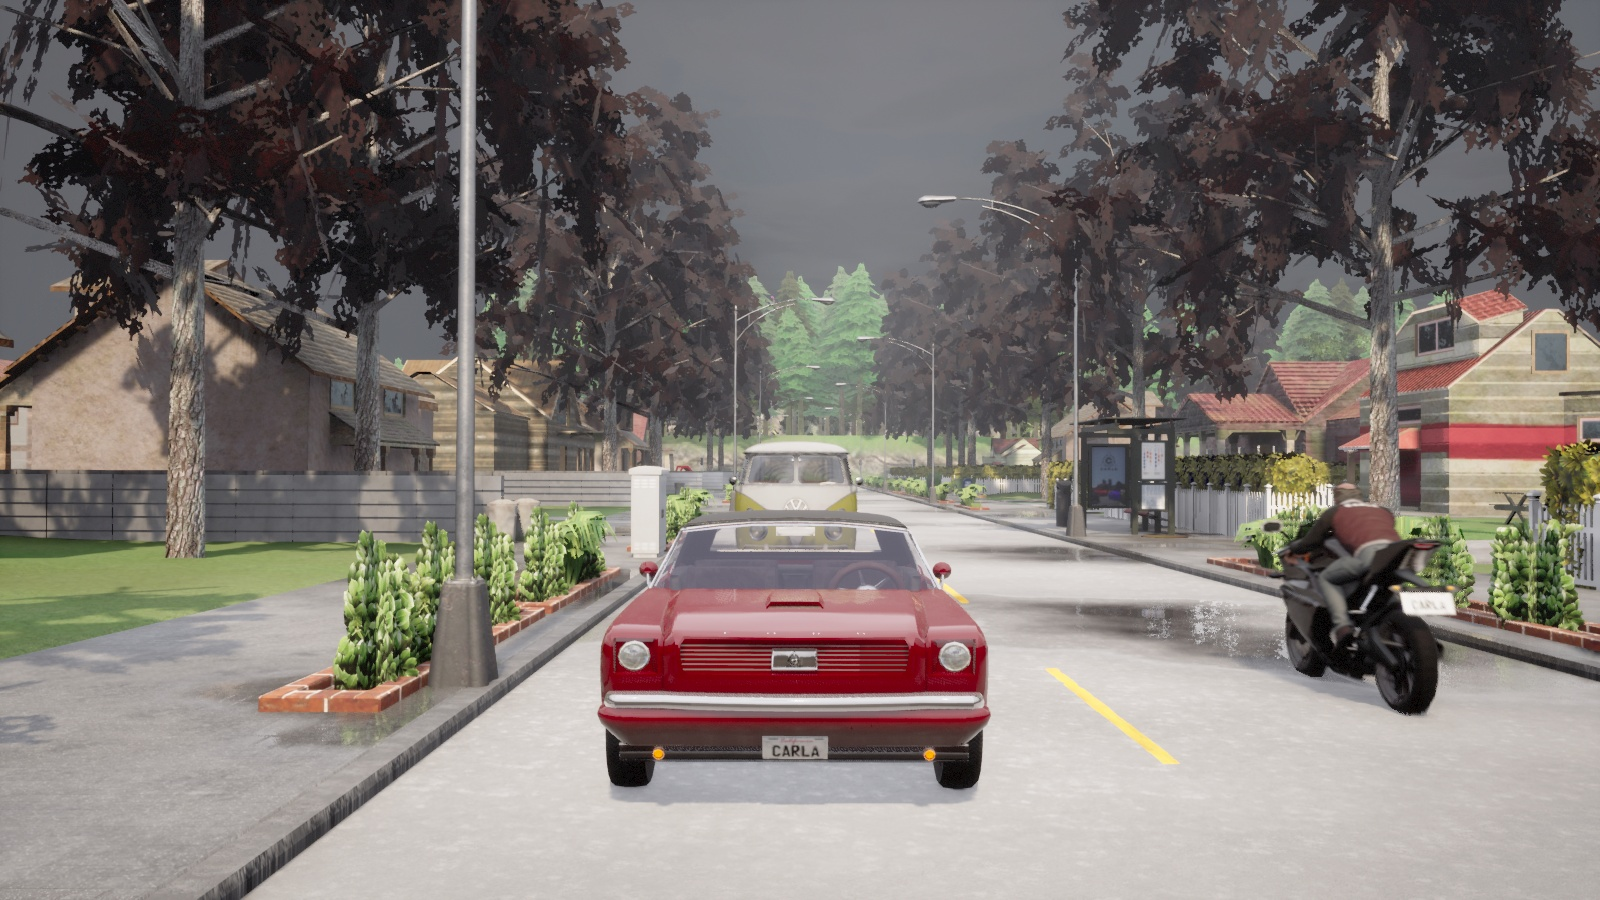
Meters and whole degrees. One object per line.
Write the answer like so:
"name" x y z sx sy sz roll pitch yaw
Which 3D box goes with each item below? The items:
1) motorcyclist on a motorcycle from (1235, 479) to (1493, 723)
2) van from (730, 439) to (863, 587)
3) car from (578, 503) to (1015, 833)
"motorcyclist on a motorcycle" 3.975 0.986 9.100 0.866 1.530 2.191 0 -1 0
"van" -0.053 0.888 19.113 1.775 1.987 4.442 0 -1 0
"car" -0.021 1.046 7.809 1.895 1.301 4.718 0 -1 0
